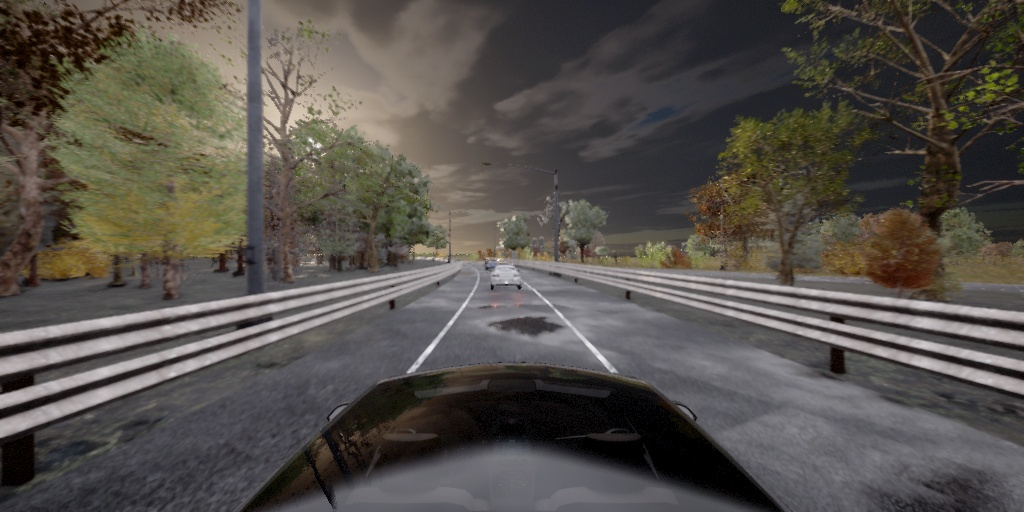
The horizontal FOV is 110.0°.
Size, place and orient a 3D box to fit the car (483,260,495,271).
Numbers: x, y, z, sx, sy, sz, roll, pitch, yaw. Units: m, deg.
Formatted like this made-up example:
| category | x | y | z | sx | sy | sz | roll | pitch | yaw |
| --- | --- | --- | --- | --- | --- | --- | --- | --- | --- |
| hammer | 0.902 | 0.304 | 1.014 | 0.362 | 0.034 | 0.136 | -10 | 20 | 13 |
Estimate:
| category | x | y | z | sx | sy | sz | roll | pitch | yaw |
| --- | --- | --- | --- | --- | --- | --- | --- | --- | --- |
| car | -2.949 | 1.297 | 50.529 | 2.033 | 1.411 | 5.357 | 0 | 0 | -8 |

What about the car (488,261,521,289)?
| category | x | y | z | sx | sy | sz | roll | pitch | yaw |
| --- | --- | --- | --- | --- | --- | --- | --- | --- | --- |
| car | -0.465 | 1.284 | 23.067 | 1.812 | 1.442 | 4.674 | 0 | 0 | -4 |
